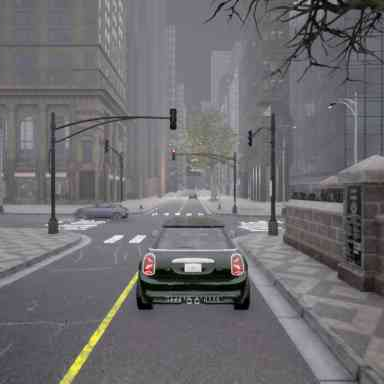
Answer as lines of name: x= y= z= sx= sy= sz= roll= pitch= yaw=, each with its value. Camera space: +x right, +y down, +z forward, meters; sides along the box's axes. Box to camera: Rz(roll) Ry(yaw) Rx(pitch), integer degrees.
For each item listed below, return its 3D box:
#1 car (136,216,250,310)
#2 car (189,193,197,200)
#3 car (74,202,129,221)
car: x=0.035 y=1.352 z=7.982 sx=2.097 sy=1.767 sz=4.553 roll=0 pitch=0 yaw=0
car: x=0.243 y=0.937 z=81.241 sx=2.097 sy=1.767 sz=4.553 roll=0 pitch=1 yaw=0
car: x=-7.056 y=1.520 z=26.148 sx=4.181 sy=1.385 sz=1.994 roll=1 pitch=0 yaw=1
